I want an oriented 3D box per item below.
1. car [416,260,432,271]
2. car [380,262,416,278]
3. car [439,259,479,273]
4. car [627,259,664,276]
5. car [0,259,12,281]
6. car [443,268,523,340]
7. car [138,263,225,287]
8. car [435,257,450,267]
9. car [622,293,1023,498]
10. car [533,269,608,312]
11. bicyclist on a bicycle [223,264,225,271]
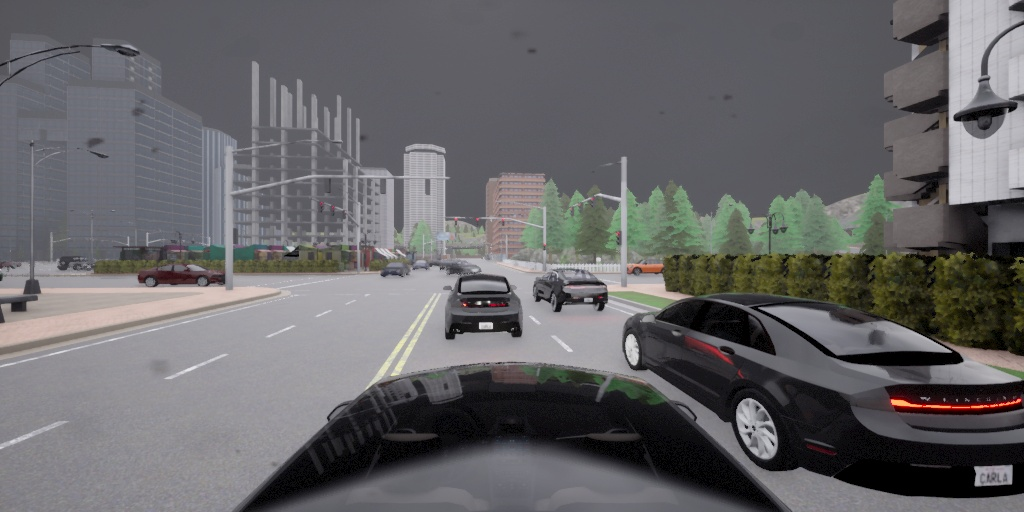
[{"bbox_3d":[-12.609,1.275,49.902,1.812,1.442,4.674,0,0,-6],"label":"car"},{"bbox_3d":[-10.929,1.297,34.069,2.033,1.411,5.357,0,0,-5],"label":"car"},{"bbox_3d":[-4.801,1.241,34.809,2.128,1.511,4.902,0,0,-36],"label":"car"},{"bbox_3d":[14.019,1.102,37.536,4.553,1.767,2.097,0,0,-5],"label":"car"},{"bbox_3d":[-35.833,0.971,22.351,5.566,2.045,2.150,0,0,-5],"label":"car"},{"bbox_3d":[-0.867,1.255,10.111,1.837,1.490,4.892,0,0,-7],"label":"car"},{"bbox_3d":[-21.424,1.228,23.635,5.008,1.535,1.882,0,0,-5],"label":"car"},{"bbox_3d":[-9.154,1.297,50.449,2.033,1.411,5.357,0,0,-6],"label":"car"},{"bbox_3d":[3.109,1.255,4.870,1.837,1.490,4.892,0,0,-4],"label":"car"},{"bbox_3d":[2.126,1.242,14.230,2.128,1.511,4.902,0,0,-9],"label":"car"},{"bbox_3d":[-29.555,1.011,37.399,0.582,1.620,1.656,0,5,-5],"label":"bicyclist on a bicycle"}]
